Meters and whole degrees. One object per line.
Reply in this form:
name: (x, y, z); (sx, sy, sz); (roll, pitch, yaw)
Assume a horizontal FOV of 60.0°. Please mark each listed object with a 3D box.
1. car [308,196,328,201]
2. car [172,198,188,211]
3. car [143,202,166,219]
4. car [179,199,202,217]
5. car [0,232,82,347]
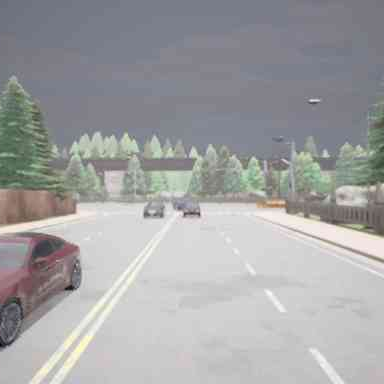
car: (18.498, 1.506, 45.790); (5.566, 2.045, 2.150); (0, 0, 1)
car: (-1.380, 1.640, 46.549); (2.097, 1.767, 4.553); (0, 0, -17)
car: (-3.523, 1.691, 31.914); (2.128, 1.511, 4.902); (0, 0, 0)
car: (-0.001, 1.757, 33.678); (2.033, 1.411, 5.357); (0, 0, 0)
car: (-3.587, 1.567, 6.494); (1.812, 1.442, 4.674); (0, 0, 0)
